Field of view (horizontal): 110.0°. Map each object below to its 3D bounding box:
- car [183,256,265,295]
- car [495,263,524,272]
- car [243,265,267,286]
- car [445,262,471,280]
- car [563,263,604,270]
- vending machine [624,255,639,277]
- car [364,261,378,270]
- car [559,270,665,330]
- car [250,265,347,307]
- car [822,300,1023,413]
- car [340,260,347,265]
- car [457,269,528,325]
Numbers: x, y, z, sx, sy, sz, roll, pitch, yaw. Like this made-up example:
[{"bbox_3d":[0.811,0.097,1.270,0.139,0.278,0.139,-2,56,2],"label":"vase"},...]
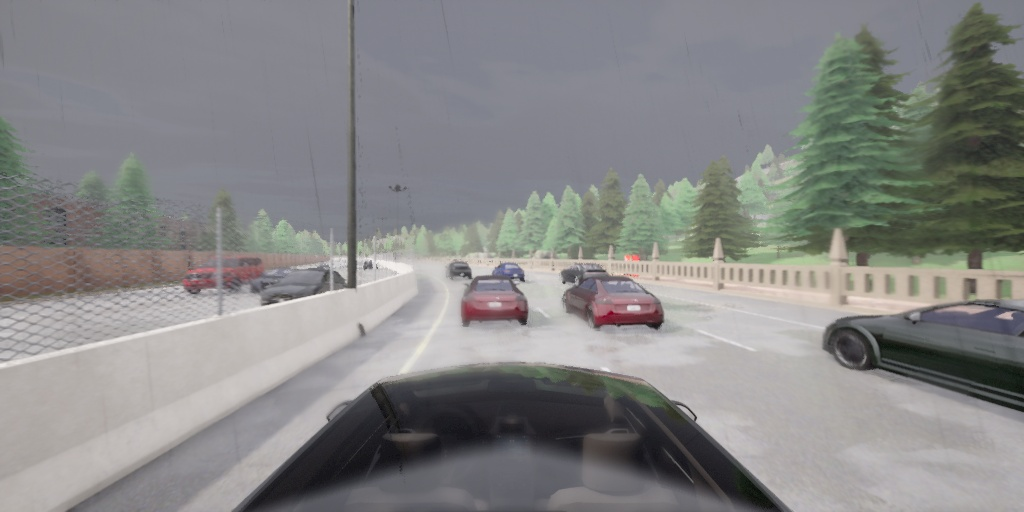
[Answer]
[{"bbox_3d":[-16.533,1.035,21.123,2.150,2.045,5.566,0,0,-14],"label":"car"},{"bbox_3d":[-0.323,1.274,28.766,1.812,1.442,4.674,0,0,-15],"label":"car"},{"bbox_3d":[-12.791,1.363,20.173,1.994,1.385,4.181,0,0,-13],"label":"car"},{"bbox_3d":[-4.723,1.270,31.405,1.837,1.490,4.892,0,0,-17],"label":"car"},{"bbox_3d":[4.576,1.221,23.420,2.128,1.511,4.902,0,0,-11],"label":"car"},{"bbox_3d":[10.686,0.899,32.019,1.100,2.100,0.880,0,0,-15],"label":"vending machine"},{"bbox_3d":[-21.642,1.393,55.047,1.994,1.385,4.181,0,0,-22],"label":"car"},{"bbox_3d":[2.928,1.301,11.159,1.994,1.385,4.181,0,0,-5],"label":"car"},{"bbox_3d":[-8.235,1.286,14.688,1.837,1.490,4.892,0,0,-9],"label":"car"},{"bbox_3d":[6.846,1.286,4.973,1.994,1.385,4.181,0,0,-2],"label":"car"},{"bbox_3d":[-26.847,1.375,58.496,1.812,1.442,4.674,0,0,-22],"label":"car"},{"bbox_3d":[-0.651,1.315,11.862,1.994,1.385,4.181,0,0,-6],"label":"car"}]
